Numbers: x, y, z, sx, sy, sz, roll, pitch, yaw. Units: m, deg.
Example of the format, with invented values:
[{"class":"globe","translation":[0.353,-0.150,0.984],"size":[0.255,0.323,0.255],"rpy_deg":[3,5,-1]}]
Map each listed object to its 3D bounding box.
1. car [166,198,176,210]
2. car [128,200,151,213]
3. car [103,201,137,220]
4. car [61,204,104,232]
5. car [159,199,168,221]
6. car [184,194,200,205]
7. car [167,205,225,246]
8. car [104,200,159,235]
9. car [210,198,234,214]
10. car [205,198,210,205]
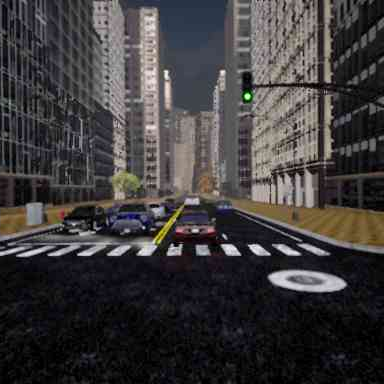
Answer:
[{"class":"car","translation":[-3.225,1.712,38.041],"size":[1.895,1.301,4.718],"rpy_deg":[-1,0,0]},{"class":"car","translation":[-6.473,1.703,41.533],"size":[2.033,1.411,5.357],"rpy_deg":[-1,0,0]},{"class":"car","translation":[-6.542,1.662,30.862],"size":[2.033,1.411,5.357],"rpy_deg":[-1,0,0]},{"class":"car","translation":[-6.584,1.581,20.983],"size":[1.837,1.490,4.892],"rpy_deg":[-1,0,0]},{"class":"car","translation":[-3.309,1.599,28.066],"size":[1.812,1.442,4.674],"rpy_deg":[-1,0,0]},{"class":"car","translation":[0.033,1.351,51.307],"size":[2.150,2.045,5.566],"rpy_deg":[-1,0,0]},{"class":"car","translation":[0.117,1.536,15.182],"size":[2.033,1.411,5.357],"rpy_deg":[-1,0,0]},{"class":"car","translation":[-3.315,1.389,19.147],"size":[2.097,1.767,4.553],"rpy_deg":[-1,0,-1]},{"class":"car","translation":[3.373,1.586,35.595],"size":[2.033,1.411,5.357],"rpy_deg":[-1,0,0]},{"class":"car","translation":[3.362,1.729,59.846],"size":[1.895,1.301,4.718],"rpy_deg":[-1,0,0]}]
